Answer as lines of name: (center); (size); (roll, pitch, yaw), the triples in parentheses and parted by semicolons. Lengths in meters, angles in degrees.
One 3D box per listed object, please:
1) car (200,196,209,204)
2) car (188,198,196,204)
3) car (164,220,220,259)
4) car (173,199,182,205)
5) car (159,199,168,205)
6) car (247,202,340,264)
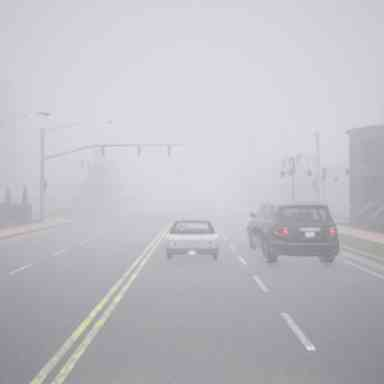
car: (3.511, 2.199, 89.237); (2.150, 2.045, 5.566); (0, -1, 0)
car: (0.011, 2.502, 89.578); (1.812, 1.442, 4.674); (0, -1, 0)
car: (0.021, 1.748, 13.225); (1.895, 1.301, 4.718); (0, -1, 1)
car: (-3.490, 2.461, 82.364); (1.994, 1.385, 4.181); (0, -1, 0)
car: (-6.990, 2.448, 82.364); (2.033, 1.411, 5.357); (0, -1, 0)
car: (3.512, 1.364, 12.519); (2.150, 2.045, 5.566); (0, 0, 0)
